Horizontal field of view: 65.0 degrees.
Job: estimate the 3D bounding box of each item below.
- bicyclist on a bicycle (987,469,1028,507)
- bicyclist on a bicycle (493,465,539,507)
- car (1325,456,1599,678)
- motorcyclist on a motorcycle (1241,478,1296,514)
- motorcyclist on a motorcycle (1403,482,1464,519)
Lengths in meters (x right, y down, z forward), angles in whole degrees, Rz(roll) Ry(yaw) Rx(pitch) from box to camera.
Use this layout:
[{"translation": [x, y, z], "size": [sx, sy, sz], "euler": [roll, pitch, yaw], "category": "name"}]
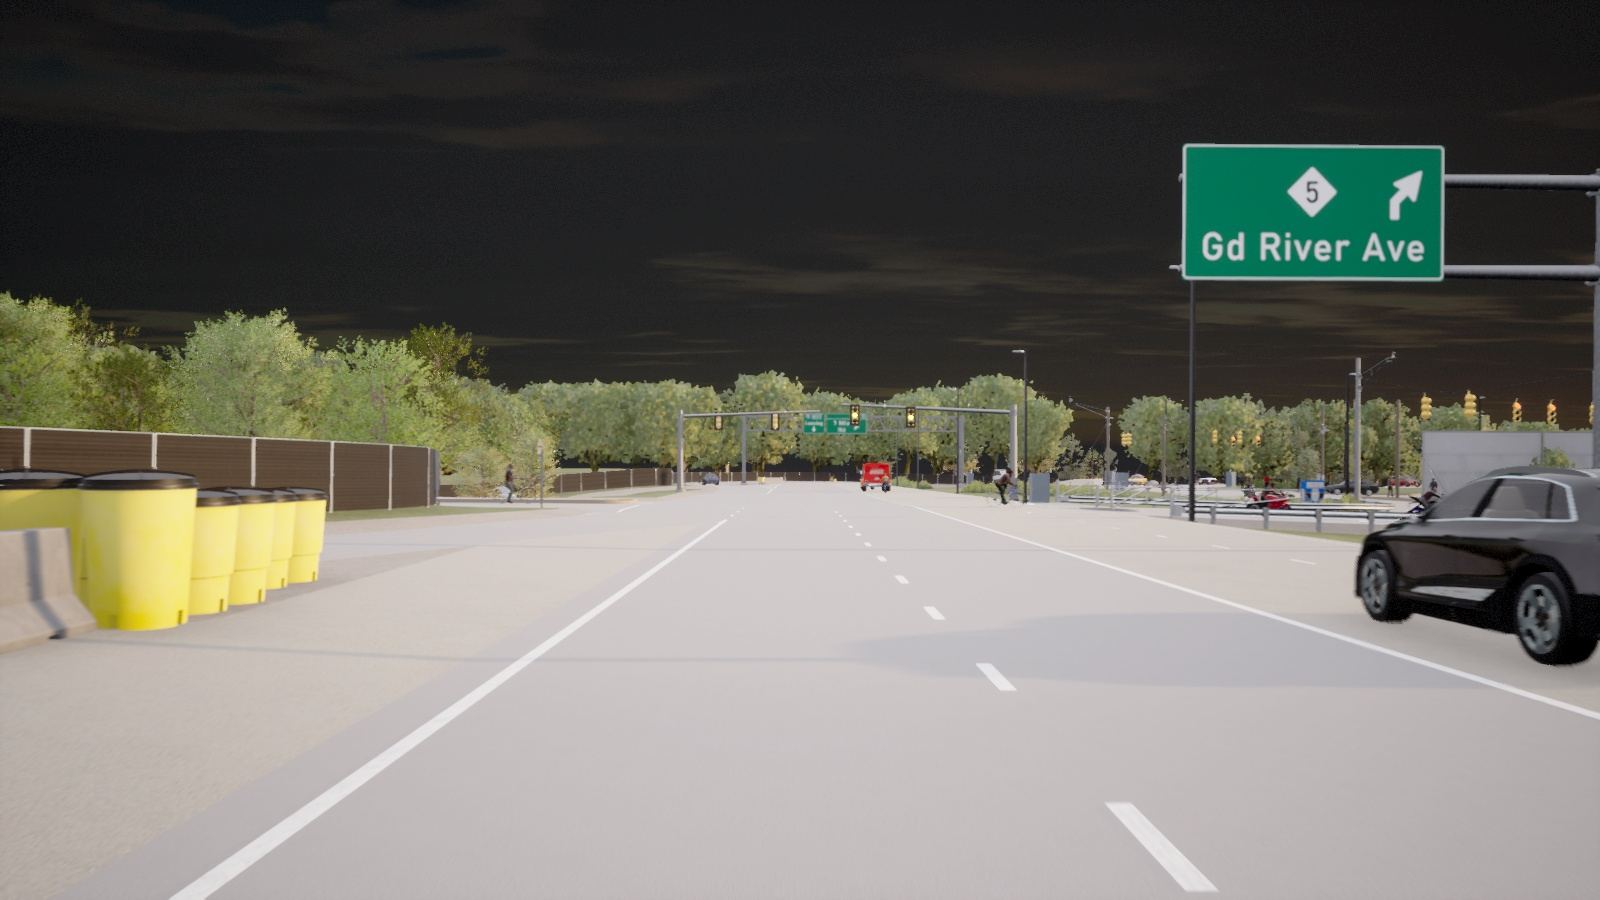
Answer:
[{"translation": [9.011, 1.629, 54.532], "size": [1.656, 1.620, 0.582], "euler": [1, -1, 0], "category": "bicyclist on a bicycle"}, {"translation": [-12.297, 1.551, 54.419], "size": [1.843, 1.776, 0.659], "euler": [0, -1, -1], "category": "bicyclist on a bicycle"}, {"translation": [6.970, 0.909, 11.779], "size": [2.033, 1.649, 4.856], "euler": [0, -1, 0], "category": "car"}, {"translation": [20.355, 1.999, 54.572], "size": [2.044, 1.523, 0.797], "euler": [1, -1, 0], "category": "motorcyclist on a motorcycle"}, {"translation": [27.568, 2.196, 54.680], "size": [2.191, 1.530, 0.866], "euler": [-1, -1, -2], "category": "motorcyclist on a motorcycle"}]
